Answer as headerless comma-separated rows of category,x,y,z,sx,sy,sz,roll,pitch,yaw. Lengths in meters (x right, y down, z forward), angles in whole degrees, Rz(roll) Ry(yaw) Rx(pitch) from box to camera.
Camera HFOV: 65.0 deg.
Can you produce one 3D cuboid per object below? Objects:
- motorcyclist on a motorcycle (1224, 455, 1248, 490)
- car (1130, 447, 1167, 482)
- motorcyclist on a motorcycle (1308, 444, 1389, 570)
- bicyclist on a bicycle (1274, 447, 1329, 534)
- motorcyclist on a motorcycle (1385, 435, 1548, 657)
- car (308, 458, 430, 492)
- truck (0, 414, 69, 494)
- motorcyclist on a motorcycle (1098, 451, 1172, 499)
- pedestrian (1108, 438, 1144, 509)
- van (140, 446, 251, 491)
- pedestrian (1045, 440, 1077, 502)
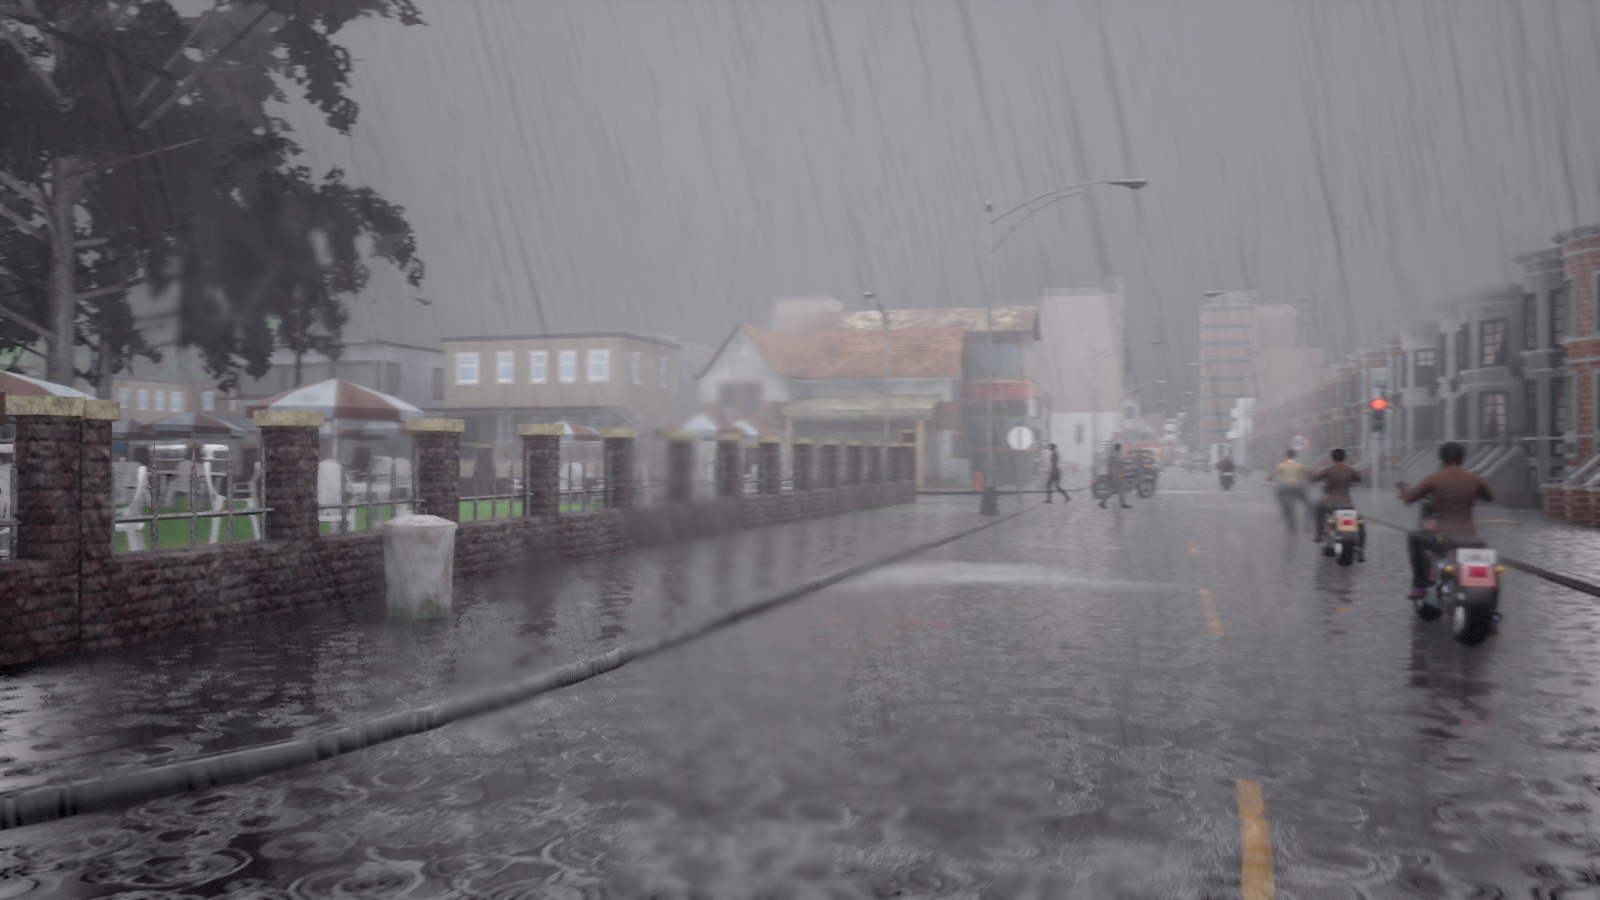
motorcyclist on a motorcycle,19.014,0.972,54.766,0.866,1.530,2.191,0,-1,16
car,19.679,0.809,70.799,1.905,1.878,3.866,0,0,17
motorcyclist on a motorcycle,7.687,0.751,17.689,0.766,1.649,2.350,0,0,17
bicyclist on a bicycle,9.674,0.761,24.258,0.866,1.612,1.509,0,0,17
motorcyclist on a motorcycle,5.533,0.725,10.575,0.766,1.649,2.350,0,0,17
car,-19.181,1.094,55.907,4.792,1.488,2.163,0,0,17
truck,-37.431,0.193,57.511,7.936,3.462,2.891,0,0,26
motorcyclist on a motorcycle,11.626,0.862,43.639,2.350,1.649,0.766,0,-1,-7
pedestrian,8.958,0.640,34.515,0.873,1.952,0.659,0,0,8
van,-28.232,0.868,58.663,4.480,2.038,2.069,0,0,17
pedestrian,7.651,0.604,36.817,0.869,1.805,0.328,0,0,25
